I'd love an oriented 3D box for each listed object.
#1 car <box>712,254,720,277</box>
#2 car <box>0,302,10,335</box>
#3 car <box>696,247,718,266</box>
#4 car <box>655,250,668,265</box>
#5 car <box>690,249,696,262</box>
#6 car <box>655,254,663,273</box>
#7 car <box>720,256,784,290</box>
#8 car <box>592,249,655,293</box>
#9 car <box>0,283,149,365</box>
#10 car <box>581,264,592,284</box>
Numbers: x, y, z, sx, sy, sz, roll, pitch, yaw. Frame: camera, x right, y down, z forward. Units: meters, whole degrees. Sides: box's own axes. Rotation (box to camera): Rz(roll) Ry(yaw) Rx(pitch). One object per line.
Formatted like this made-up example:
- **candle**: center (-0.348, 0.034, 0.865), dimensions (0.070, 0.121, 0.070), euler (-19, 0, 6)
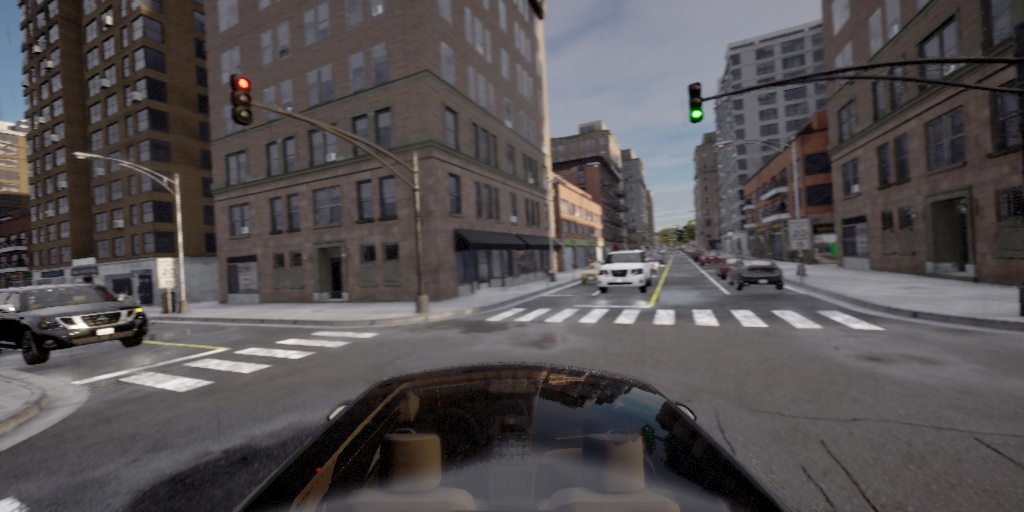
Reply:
- **car**: center (13.336, 0.658, 21.482), dimensions (1.802, 1.307, 4.207), euler (0, 0, 25)
- **car**: center (-25.301, 2.950, 16.181), dimensions (5.357, 1.411, 2.033), euler (-4, 0, 24)
- **car**: center (20.432, 0.175, 36.976), dimensions (1.967, 1.591, 4.097), euler (0, 0, 25)
- **car**: center (19.022, 0.400, 46.969), dimensions (2.033, 1.411, 5.357), euler (-3, 0, 25)
- **car**: center (25.163, -0.179, 47.306), dimensions (2.192, 1.841, 5.009), euler (0, 0, 25)
- **car**: center (11.688, 0.808, 31.103), dimensions (1.895, 1.301, 4.718), euler (-3, 0, 25)
- **car**: center (10.970, 0.740, 16.318), dimensions (2.007, 1.370, 4.403), euler (0, 0, 25)
- **car**: center (5.979, 0.702, 18.708), dimensions (2.150, 2.045, 5.566), euler (-3, 0, 25)
- **car**: center (-13.651, 1.871, 10.811), dimensions (5.566, 2.045, 2.150), euler (-4, 0, 22)
- **car**: center (5.982, 1.028, 24.671), dimensions (1.751, 1.417, 4.829), euler (0, 0, 25)
